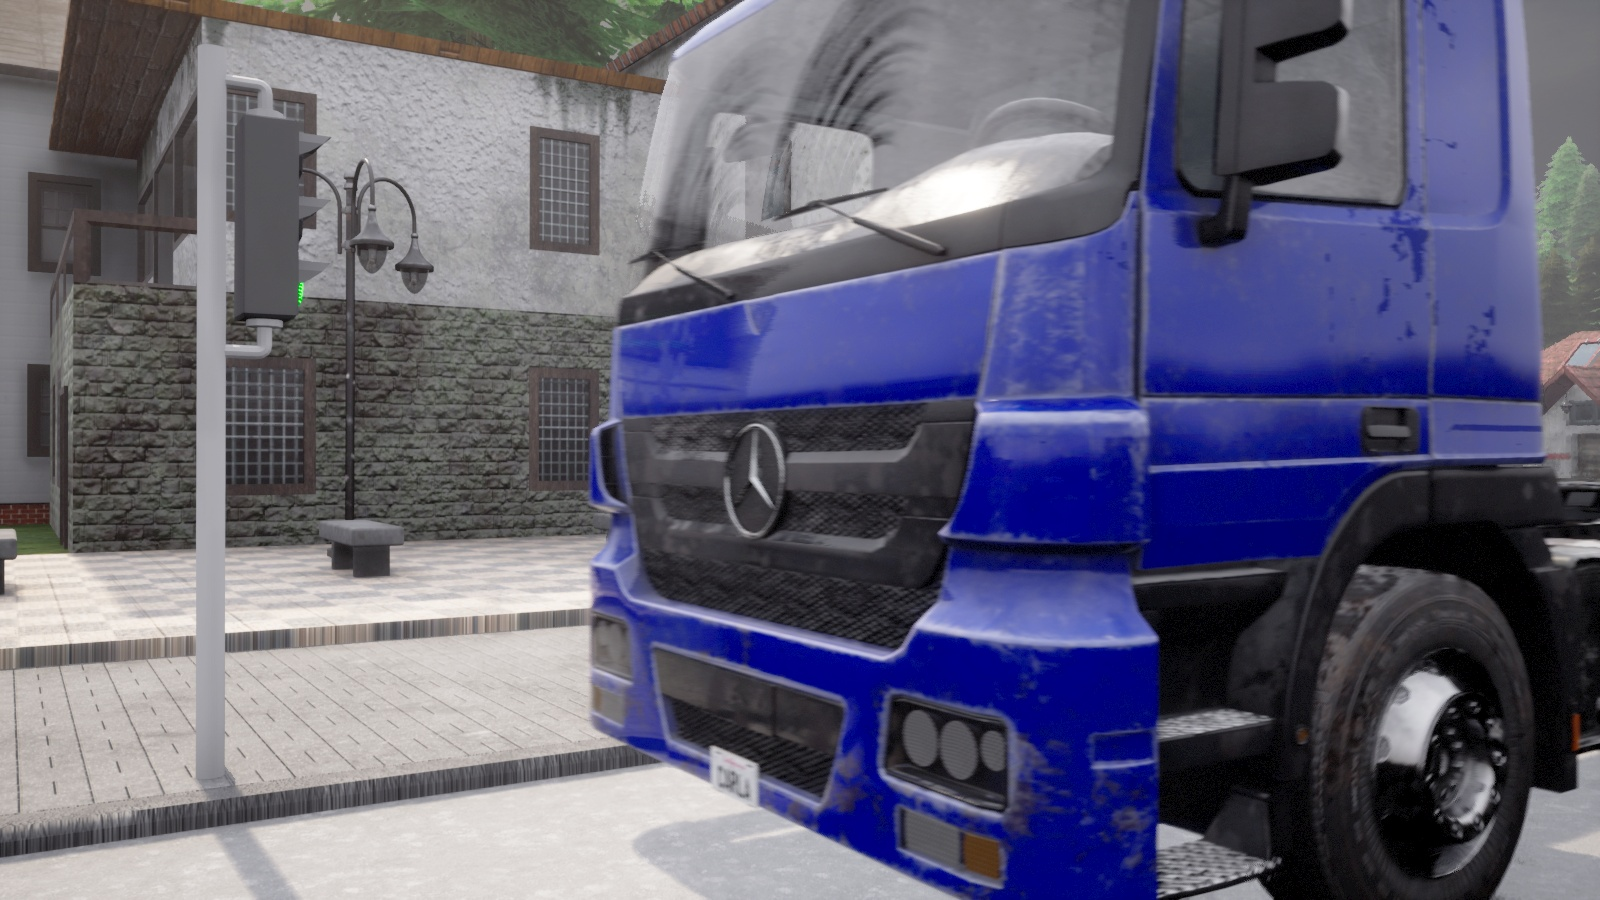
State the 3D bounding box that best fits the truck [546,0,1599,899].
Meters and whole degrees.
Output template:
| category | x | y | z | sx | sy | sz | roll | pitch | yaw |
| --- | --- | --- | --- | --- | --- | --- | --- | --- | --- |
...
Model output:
| category | x | y | z | sx | sy | sz | roll | pitch | yaw |
| --- | --- | --- | --- | --- | --- | --- | --- | --- | --- |
| truck | 3.078 | -0.230 | 6.114 | 7.936 | 3.462 | 2.891 | 0 | 0 | -32 |
